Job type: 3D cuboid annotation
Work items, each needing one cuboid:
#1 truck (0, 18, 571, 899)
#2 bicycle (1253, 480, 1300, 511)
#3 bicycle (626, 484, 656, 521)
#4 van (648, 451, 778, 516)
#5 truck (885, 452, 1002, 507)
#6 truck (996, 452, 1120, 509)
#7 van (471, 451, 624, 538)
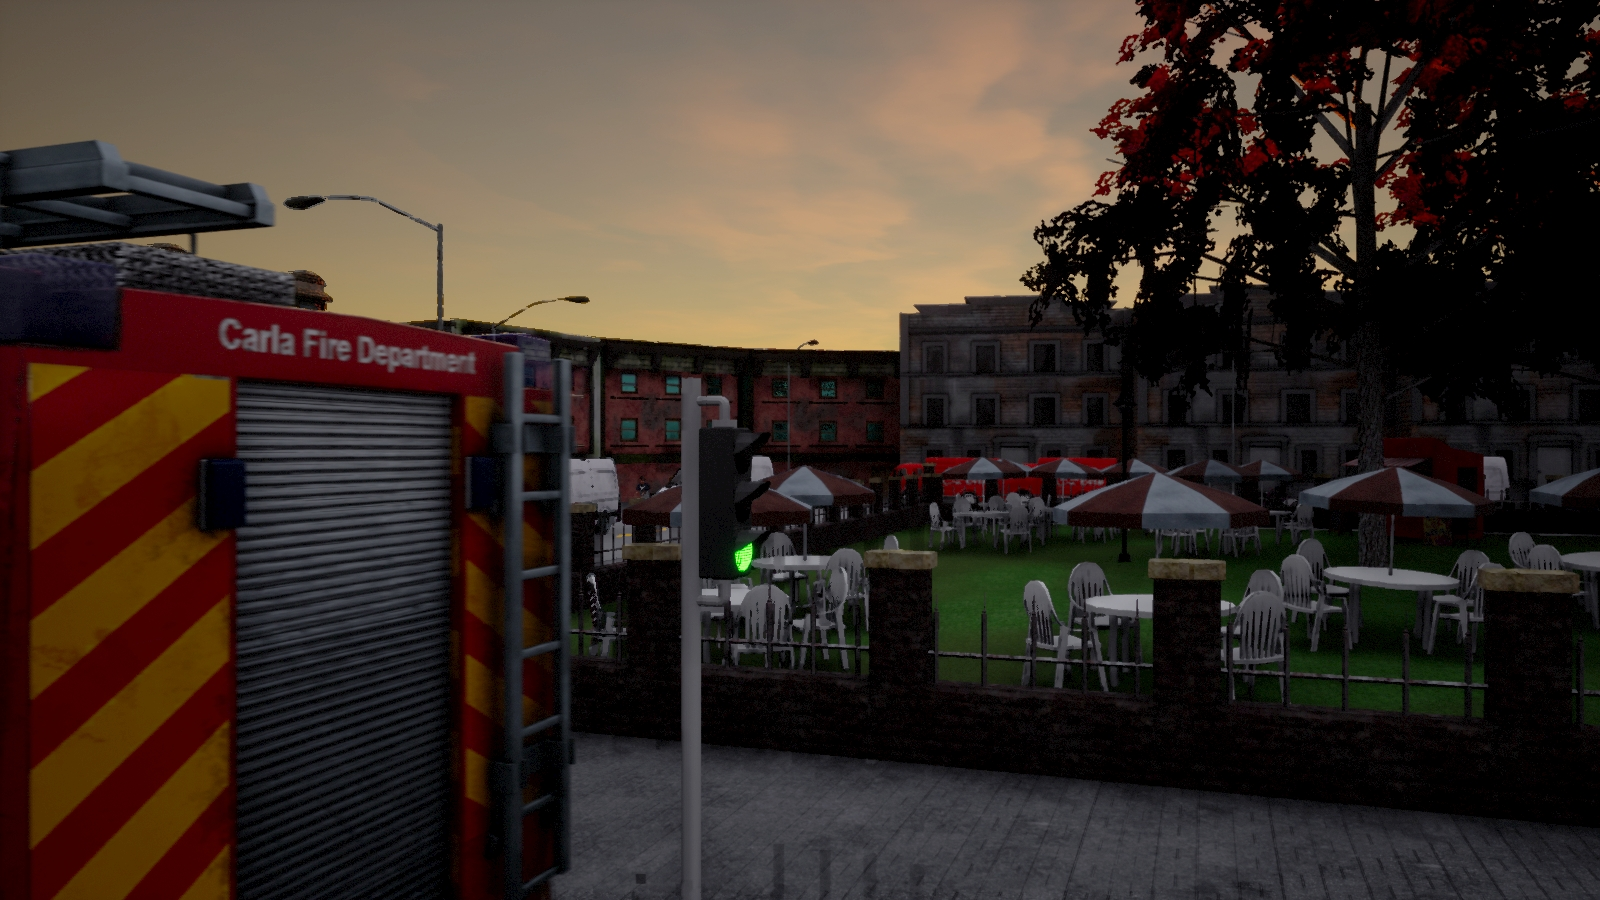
[{"bbox_3d":[-5.679,0.671,6.068,8.468,3.827,2.891,0,0,20],"label":"truck"},{"bbox_3d":[20.335,1.940,48.821,1.835,1.271,0.329,0,0,19],"label":"bicycle"},{"bbox_3d":[-5.909,1.936,42.450,0.373,1.296,1.643,0,0,20],"label":"bicycle"},{"bbox_3d":[-3.575,1.316,48.190,1.988,2.561,5.915,0,0,39],"label":"van"},{"bbox_3d":[6.742,1.349,53.338,5.204,2.467,2.627,0,0,12],"label":"truck"},{"bbox_3d":[11.735,1.348,51.842,5.204,2.467,2.627,0,0,19],"label":"truck"},{"bbox_3d":[-7.990,1.314,36.858,1.988,2.561,5.915,0,0,19],"label":"van"}]
